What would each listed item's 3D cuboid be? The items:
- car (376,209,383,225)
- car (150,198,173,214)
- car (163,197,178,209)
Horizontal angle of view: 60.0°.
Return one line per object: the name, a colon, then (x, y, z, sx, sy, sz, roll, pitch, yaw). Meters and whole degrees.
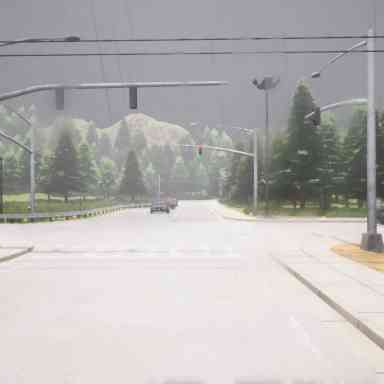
car: (14.629, 1.362, 22.146, 4.553, 1.767, 2.097, 0, 0, 1)
car: (-3.518, 1.682, 37.506, 1.994, 1.385, 4.181, 0, 0, 0)
car: (-3.476, 1.494, 47.215, 2.097, 1.767, 4.553, 0, 0, 0)
